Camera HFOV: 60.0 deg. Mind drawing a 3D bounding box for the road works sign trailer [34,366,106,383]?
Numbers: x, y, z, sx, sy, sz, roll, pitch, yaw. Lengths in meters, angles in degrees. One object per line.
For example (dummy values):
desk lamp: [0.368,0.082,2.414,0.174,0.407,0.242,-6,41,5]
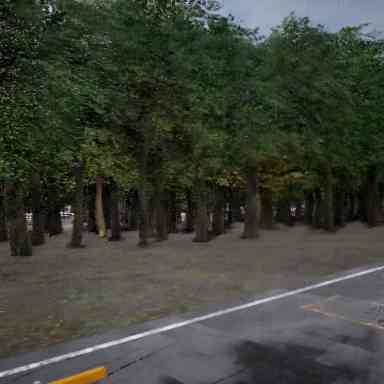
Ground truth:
road works sign trailer: [-2.110,0.616,2.756,2.880,3.560,2.380,1,-3,-37]
